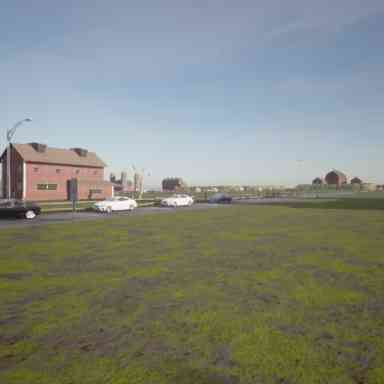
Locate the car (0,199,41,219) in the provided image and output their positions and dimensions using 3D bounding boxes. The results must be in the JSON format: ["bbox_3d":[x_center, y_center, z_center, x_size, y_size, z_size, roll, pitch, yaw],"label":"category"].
[{"bbox_3d":[-13.433,1.300,23.880,1.837,1.490,4.892,1,1,36],"label":"car"}]

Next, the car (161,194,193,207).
[{"bbox_3d":[-1.733,1.026,40.035,1.812,1.442,4.674,1,1,36],"label":"car"}]

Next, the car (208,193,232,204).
[{"bbox_3d":[4.179,0.874,48.144,1.812,1.442,4.674,1,1,36],"label":"car"}]

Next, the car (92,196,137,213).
[{"bbox_3d":[-7.399,1.169,32.211,1.812,1.442,4.674,1,1,36],"label":"car"}]
